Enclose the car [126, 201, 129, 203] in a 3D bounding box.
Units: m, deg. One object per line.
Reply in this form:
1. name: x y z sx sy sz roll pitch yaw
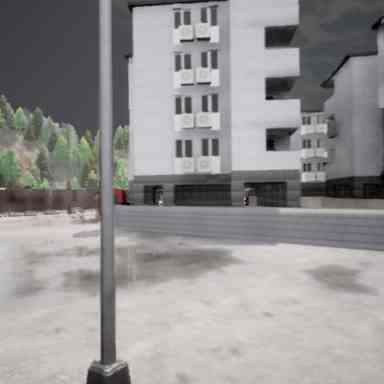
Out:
1. car: -7.999 1.931 44.481 2.128 1.511 4.902 -1 -1 35
